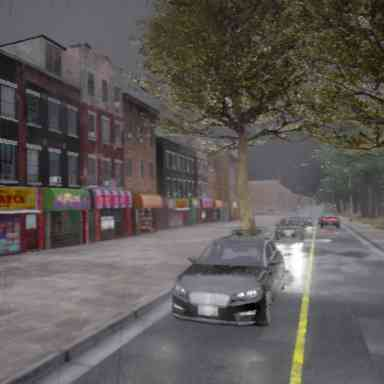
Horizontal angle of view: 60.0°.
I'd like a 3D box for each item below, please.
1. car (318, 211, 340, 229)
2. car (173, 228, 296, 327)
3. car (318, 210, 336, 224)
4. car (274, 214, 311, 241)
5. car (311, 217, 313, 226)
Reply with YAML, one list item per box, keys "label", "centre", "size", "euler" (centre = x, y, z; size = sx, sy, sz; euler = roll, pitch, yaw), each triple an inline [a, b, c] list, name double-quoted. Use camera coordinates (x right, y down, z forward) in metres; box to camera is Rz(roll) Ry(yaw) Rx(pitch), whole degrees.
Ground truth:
- label: "car"
  centre: [14.494, 3.010, 34.993]
  size: [2.128, 1.511, 4.902]
  euler: [-2, -3, 21]
- label: "car"
  centre: [1.144, 1.862, 8.000]
  size: [2.128, 1.511, 4.902]
  euler: [-2, -3, 21]
- label: "car"
  centre: [18.114, 3.324, 44.686]
  size: [2.097, 1.767, 4.553]
  euler: [-2, -3, 21]
- label: "car"
  centre: [6.970, 2.536, 23.341]
  size: [2.128, 1.511, 4.902]
  euler: [-2, -3, 21]
- label: "car"
  centre: [13.344, 3.325, 39.863]
  size: [1.812, 1.442, 4.674]
  euler: [-2, -3, 21]
